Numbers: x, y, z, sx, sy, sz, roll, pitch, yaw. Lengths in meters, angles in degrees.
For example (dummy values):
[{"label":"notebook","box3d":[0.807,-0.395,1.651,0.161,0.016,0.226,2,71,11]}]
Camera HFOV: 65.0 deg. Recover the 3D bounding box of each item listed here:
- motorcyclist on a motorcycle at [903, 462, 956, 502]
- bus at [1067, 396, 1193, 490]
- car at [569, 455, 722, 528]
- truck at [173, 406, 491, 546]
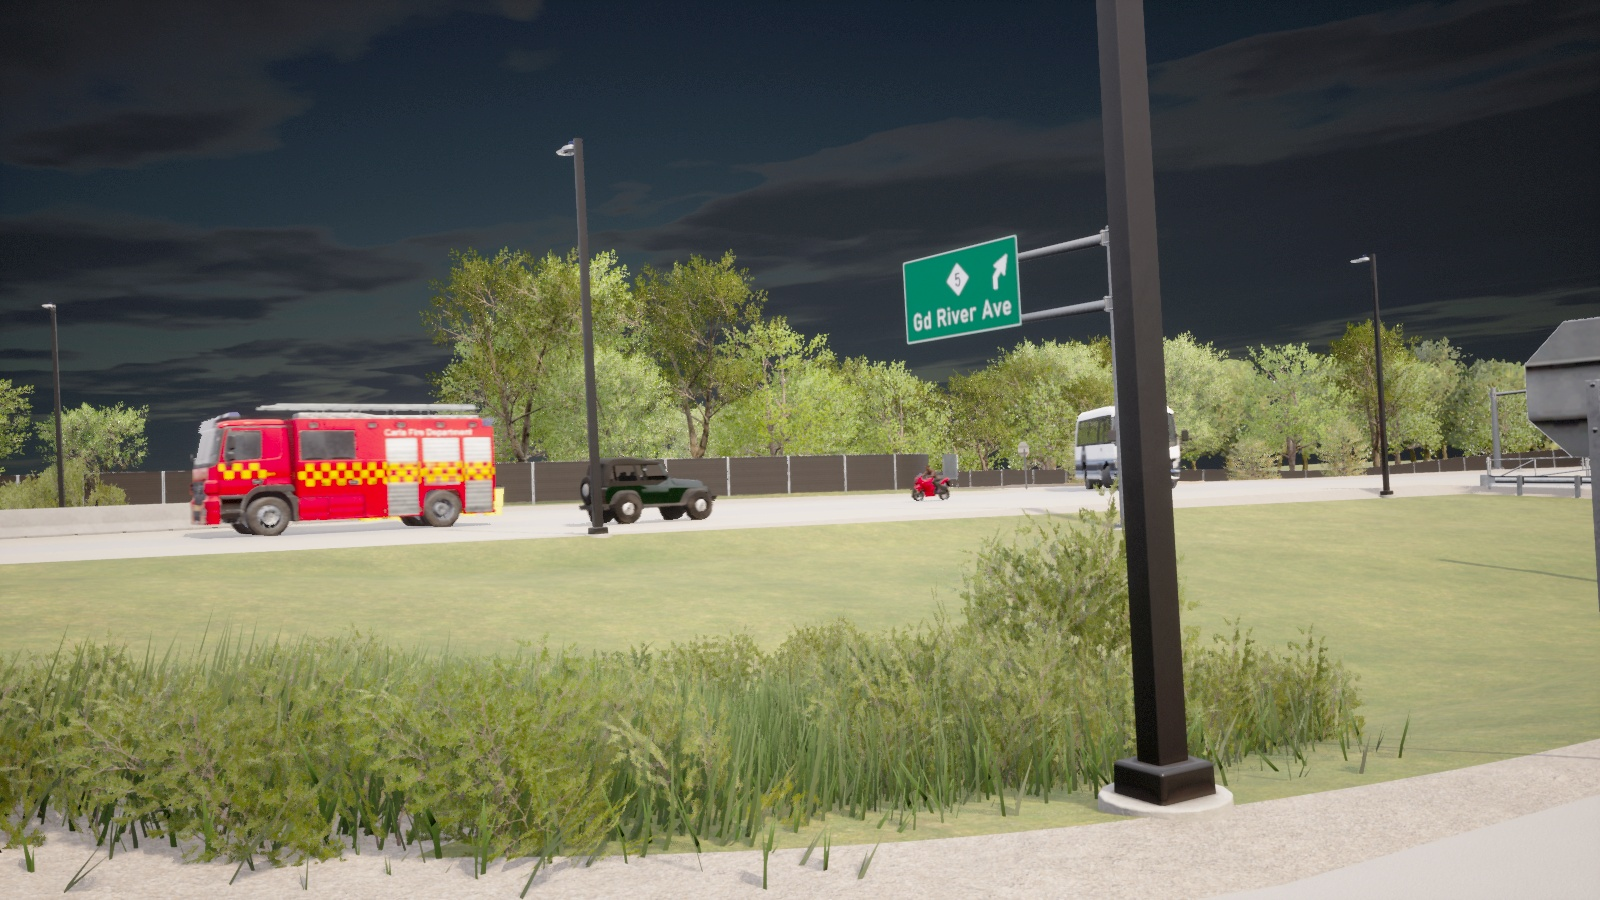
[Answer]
[{"label":"motorcyclist on a motorcycle","box3d":[5.295,1.302,51.311,2.044,1.523,0.797,-2,-2,-35]},{"label":"bus","box3d":[16.461,-0.251,63.684,3.944,4.253,10.273,-2,-1,2]},{"label":"car","box3d":[-4.426,1.175,36.094,3.866,1.878,1.905,-2,-2,-35]},{"label":"truck","box3d":[-14.015,0.679,38.015,8.468,3.827,2.891,-2,-2,-35]}]
